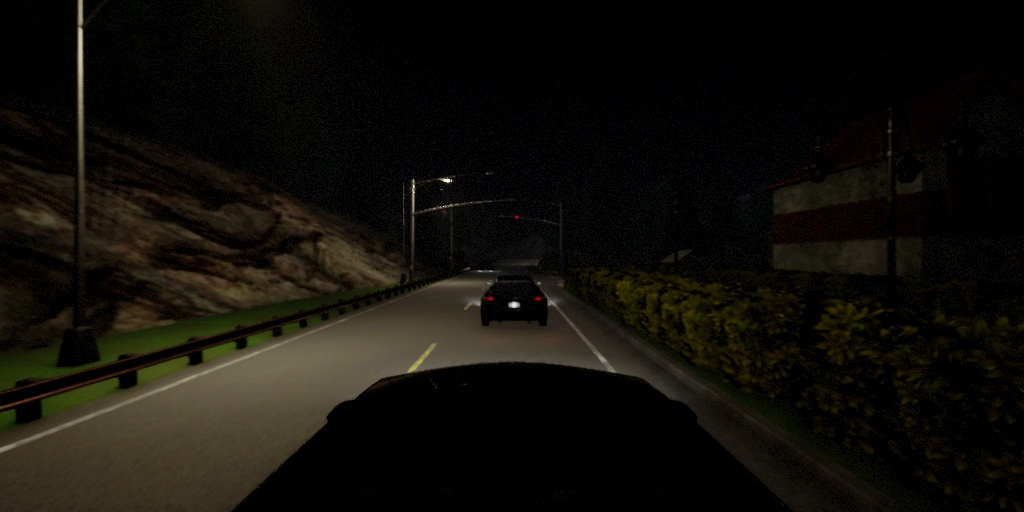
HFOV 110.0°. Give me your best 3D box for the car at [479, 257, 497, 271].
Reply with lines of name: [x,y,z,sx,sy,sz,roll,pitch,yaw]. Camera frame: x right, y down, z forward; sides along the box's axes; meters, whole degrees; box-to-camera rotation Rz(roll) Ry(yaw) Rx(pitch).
car: [-3.572,1.293,50.896,2.033,1.411,5.357,0,0,0]

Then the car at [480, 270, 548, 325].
car: [0.062,1.312,11.810,1.994,1.385,4.181,0,0,0]

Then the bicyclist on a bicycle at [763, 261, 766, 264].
bicyclist on a bicycle: [19.827,1.211,27.962,0.582,1.620,1.656,0,0,0]
